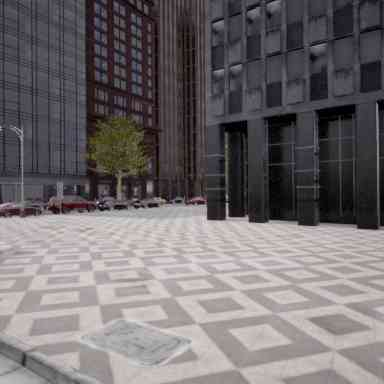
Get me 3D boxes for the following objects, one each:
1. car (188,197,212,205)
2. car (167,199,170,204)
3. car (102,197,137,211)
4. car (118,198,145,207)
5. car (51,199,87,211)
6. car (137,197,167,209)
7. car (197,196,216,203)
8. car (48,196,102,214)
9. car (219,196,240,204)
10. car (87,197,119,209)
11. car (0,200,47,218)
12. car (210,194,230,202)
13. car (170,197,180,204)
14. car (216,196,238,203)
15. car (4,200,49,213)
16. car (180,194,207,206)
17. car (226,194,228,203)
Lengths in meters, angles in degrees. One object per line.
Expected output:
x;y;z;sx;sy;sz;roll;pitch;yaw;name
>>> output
1.478;1.539;58.274;1.895;1.301;4.718;-1;0;34;car
-6.484;1.544;57.203;1.752;1.417;4.829;-1;0;35;car
-8.956;1.524;38.570;1.947;1.339;4.313;-1;0;35;car
-9.584;1.612;52.697;1.802;1.307;4.206;-1;0;35;car
-15.977;1.641;43.405;1.802;1.307;4.206;-1;0;35;car
-5.760;1.508;43.215;1.947;1.339;4.313;-1;0;35;car
3.202;1.534;71.282;1.887;1.381;4.507;-1;0;35;car
-12.154;1.289;33.926;2.192;1.841;5.009;-1;0;35;car
7.024;1.463;61.797;1.947;1.339;4.313;-1;0;35;car
-12.782;1.483;48.051;1.967;1.590;4.097;-1;0;35;car
-15.348;1.576;29.279;1.802;1.307;4.206;-1;0;35;car
6.397;1.295;75.929;2.192;1.841;5.009;-1;0;35;car
-3.191;1.574;61.990;1.947;1.339;4.313;-1;0;35;car
7.141;1.469;66.503;2.033;1.411;5.357;-1;0;35;car
-19.173;1.641;38.760;1.947;1.339;4.313;-1;0;35;car
0.631;1.462;52.507;1.887;1.381;4.507;-1;0;35;car
3.826;1.222;57.154;2.192;1.841;5.009;-1;0;35;car
